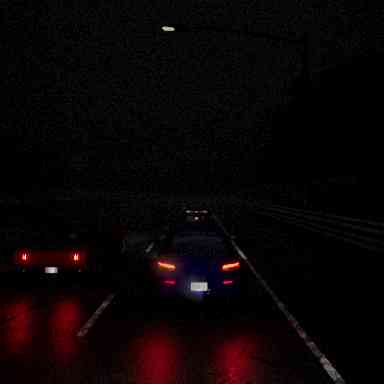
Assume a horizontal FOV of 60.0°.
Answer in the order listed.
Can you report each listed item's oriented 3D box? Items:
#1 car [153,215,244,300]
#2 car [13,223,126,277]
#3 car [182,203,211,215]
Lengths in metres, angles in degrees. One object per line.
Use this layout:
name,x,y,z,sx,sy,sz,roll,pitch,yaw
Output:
car,0.132,1.523,8.227,1.812,1.442,4.674,0,0,0
car,-3.359,1.597,10.249,1.895,1.301,4.718,0,0,1
car,0.333,1.502,24.031,2.128,1.511,4.902,0,0,1
